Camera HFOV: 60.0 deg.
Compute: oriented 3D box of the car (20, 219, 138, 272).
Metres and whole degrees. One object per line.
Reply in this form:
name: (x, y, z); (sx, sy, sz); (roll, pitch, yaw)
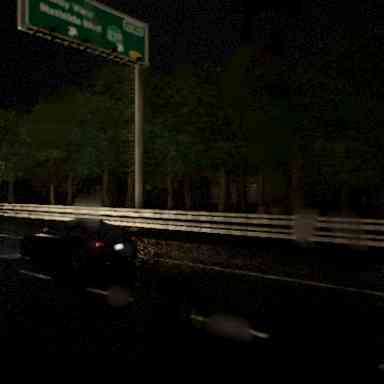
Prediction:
car: (-3.758, 1.569, 10.850); (4.181, 1.385, 1.994); (0, 0, 35)
